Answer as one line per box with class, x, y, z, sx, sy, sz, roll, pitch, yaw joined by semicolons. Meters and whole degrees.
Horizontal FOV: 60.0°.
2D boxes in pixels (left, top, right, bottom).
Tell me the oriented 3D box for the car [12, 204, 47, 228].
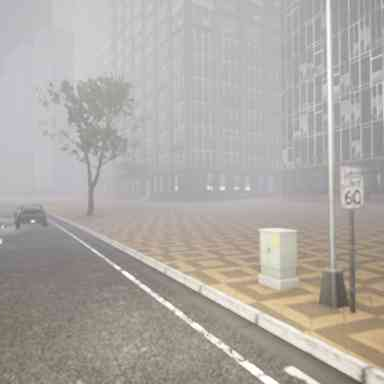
car;-11.314;1.582;23.248;1.837;1.490;4.892;0;0;-29
